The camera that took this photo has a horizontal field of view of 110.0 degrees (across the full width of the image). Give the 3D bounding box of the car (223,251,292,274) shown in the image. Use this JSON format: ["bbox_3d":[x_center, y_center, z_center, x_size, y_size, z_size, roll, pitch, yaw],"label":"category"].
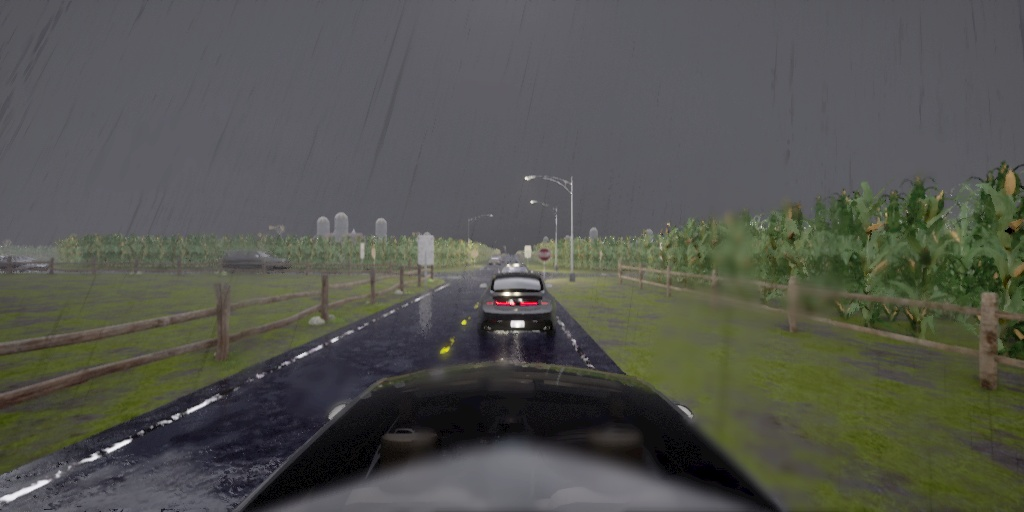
[{"bbox_3d":[-23.209,0.567,32.717,5.566,2.045,2.150,0,0,1],"label":"car"}]

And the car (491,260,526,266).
[{"bbox_3d":[0.181,1.147,19.673,2.033,1.411,5.357,0,0,2],"label":"car"}]

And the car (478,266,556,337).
[{"bbox_3d":[0.121,1.186,10.071,1.837,1.490,4.892,0,0,0],"label":"car"}]

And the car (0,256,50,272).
[{"bbox_3d":[-45.572,0.726,33.038,4.902,1.511,2.128,0,0,1],"label":"car"}]

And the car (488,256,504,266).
[{"bbox_3d":[-2.676,0.814,56.767,2.033,1.411,5.357,0,1,0],"label":"car"}]
